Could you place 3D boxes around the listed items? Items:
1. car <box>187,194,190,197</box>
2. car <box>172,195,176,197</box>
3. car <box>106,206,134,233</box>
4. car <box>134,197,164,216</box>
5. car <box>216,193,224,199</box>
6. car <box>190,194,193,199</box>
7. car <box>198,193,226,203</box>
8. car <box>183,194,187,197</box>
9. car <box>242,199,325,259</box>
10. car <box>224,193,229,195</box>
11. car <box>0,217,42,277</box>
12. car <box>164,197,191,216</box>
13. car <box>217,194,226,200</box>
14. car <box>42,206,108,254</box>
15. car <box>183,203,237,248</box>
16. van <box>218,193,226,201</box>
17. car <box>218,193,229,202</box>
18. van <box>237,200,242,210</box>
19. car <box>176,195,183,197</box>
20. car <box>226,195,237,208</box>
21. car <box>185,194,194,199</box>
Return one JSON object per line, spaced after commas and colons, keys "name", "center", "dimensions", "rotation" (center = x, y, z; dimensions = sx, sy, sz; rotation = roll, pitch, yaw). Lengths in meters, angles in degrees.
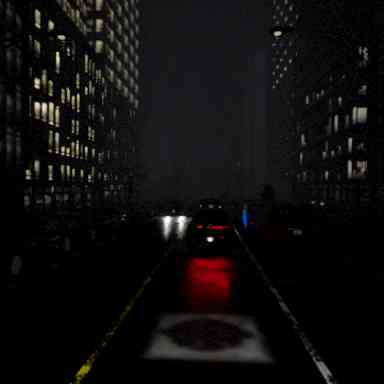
{"name": "car", "center": [-1.912, 1.245, 69.462], "dimensions": [1.752, 1.417, 4.829], "rotation": [0, 0, 3]}
{"name": "car", "center": [-3.477, 1.363, 41.257], "dimensions": [2.008, 1.369, 4.403], "rotation": [0, 0, 3]}
{"name": "car", "center": [-4.737, 1.468, 18.558], "dimensions": [1.802, 1.307, 4.206], "rotation": [0, 0, 3]}
{"name": "car", "center": [-4.108, 1.400, 29.907], "dimensions": [2.008, 1.369, 4.403], "rotation": [0, 0, 3]}
{"name": "car", "center": [7.724, 1.162, 91.867], "dimensions": [1.967, 1.590, 4.097], "rotation": [0, 0, 3]}
{"name": "car", "center": [-1.273, 1.247, 80.982], "dimensions": [1.947, 1.339, 4.313], "rotation": [0, 0, 3]}
{"name": "car", "center": [1.633, 1.257, 29.223], "dimensions": [2.097, 1.767, 4.553], "rotation": [1, 0, 4]}
{"name": "car", "center": [-2.532, 1.197, 58.281], "dimensions": [1.967, 1.590, 4.097], "rotation": [0, 0, 3]}
{"name": "car", "center": [3.315, 1.299, 12.418], "dimensions": [2.192, 1.841, 5.009], "rotation": [0, 0, 3]}
{"name": "car", "center": [6.150, 1.133, 63.492], "dimensions": [2.192, 1.841, 5.009], "rotation": [0, 0, 3]}
{"name": "car", "center": [-5.367, 1.467, 7.208], "dimensions": [1.887, 1.381, 4.507], "rotation": [0, 0, 3]}
{"name": "car", "center": [-1.451, 1.436, 30.448], "dimensions": [1.994, 1.385, 4.181], "rotation": [1, 0, 3]}
{"name": "car", "center": [7.095, 1.201, 80.517], "dimensions": [1.967, 1.590, 4.097], "rotation": [0, 0, 3]}
{"name": "car", "center": [-5.053, 1.455, 12.883], "dimensions": [2.008, 1.369, 4.403], "rotation": [0, 0, 3]}
{"name": "car", "center": [0.820, 1.458, 14.558], "dimensions": [1.837, 1.490, 4.892], "rotation": [1, 0, 4]}
{"name": "van", "center": [6.780, 1.121, 74.842], "dimensions": [1.690, 1.788, 3.998], "rotation": [0, 0, 3]}
{"name": "car", "center": [6.465, 1.114, 69.167], "dimensions": [2.192, 1.841, 5.009], "rotation": [0, 0, 3]}
{"name": "van", "center": [3.630, 1.307, 18.093], "dimensions": [1.690, 1.788, 3.998], "rotation": [0, 0, 3]}
{"name": "car", "center": [-2.848, 1.357, 52.607], "dimensions": [1.802, 1.307, 4.206], "rotation": [0, 0, 3]}
{"name": "car", "center": [4.890, 1.443, 40.793], "dimensions": [2.008, 1.369, 4.403], "rotation": [0, 0, 3]}
{"name": "car", "center": [-0.642, 1.193, 92.331], "dimensions": [2.008, 1.369, 4.403], "rotation": [0, 0, 3]}
